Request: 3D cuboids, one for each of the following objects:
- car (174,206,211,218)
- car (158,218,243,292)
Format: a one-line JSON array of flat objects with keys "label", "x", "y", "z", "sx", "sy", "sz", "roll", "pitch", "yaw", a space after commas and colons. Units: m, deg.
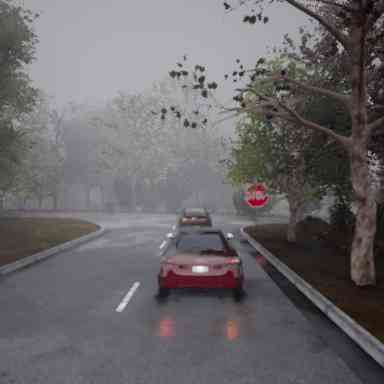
[{"label": "car", "x": 0.036, "y": 1.623, "z": 20.004, "sx": 1.837, "sy": 1.490, "sz": 4.892, "roll": 0, "pitch": 0, "yaw": -5}, {"label": "car", "x": 0.216, "y": 1.639, "z": 9.178, "sx": 1.994, "sy": 1.385, "sz": 4.181, "roll": 0, "pitch": 0, "yaw": 1}]
